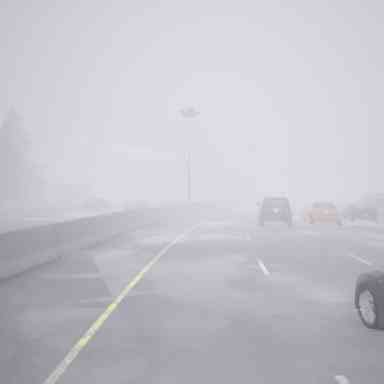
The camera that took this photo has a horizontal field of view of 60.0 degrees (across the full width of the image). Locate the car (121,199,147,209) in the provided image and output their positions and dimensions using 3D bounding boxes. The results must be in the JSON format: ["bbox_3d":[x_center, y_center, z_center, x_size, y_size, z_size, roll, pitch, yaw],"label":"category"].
[{"bbox_3d":[-8.829,1.813,50.948,1.895,1.301,4.718,0,0,19],"label":"car"}]

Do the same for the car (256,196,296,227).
[{"bbox_3d":[5.974,1.357,24.281,2.150,2.045,5.566,0,0,10],"label":"car"}]

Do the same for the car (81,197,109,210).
[{"bbox_3d":[-13.677,1.531,47.241,2.097,1.767,4.553,0,0,17],"label":"car"}]

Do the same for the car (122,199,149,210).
[{"bbox_3d":[-7.259,1.712,44.367,1.812,1.442,4.674,0,0,17],"label":"car"}]

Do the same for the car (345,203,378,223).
[{"bbox_3d":[13.863,1.657,27.837,1.882,1.535,5.008,0,0,12],"label":"car"}]

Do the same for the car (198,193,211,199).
[{"bbox_3d":[2.919,1.249,84.050,2.150,2.045,5.566,0,0,31],"label":"car"}]

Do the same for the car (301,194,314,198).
[{"bbox_3d":[30.336,1.603,86.880,2.150,2.045,5.566,0,0,40],"label":"car"}]

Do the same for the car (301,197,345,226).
[{"bbox_3d":[9.787,1.506,25.366,2.097,1.767,4.553,0,0,11],"label":"car"}]

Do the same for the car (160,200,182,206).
[{"bbox_3d":[-2.788,1.815,46.986,1.895,1.301,4.718,0,0,19],"label":"car"}]

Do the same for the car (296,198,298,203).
[{"bbox_3d":[22.803,1.642,76.452,2.097,1.767,4.553,0,0,34],"label":"car"}]

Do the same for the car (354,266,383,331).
[{"bbox_3d":[3.775,1.537,4.055,1.837,1.490,4.892,0,0,2],"label":"car"}]
